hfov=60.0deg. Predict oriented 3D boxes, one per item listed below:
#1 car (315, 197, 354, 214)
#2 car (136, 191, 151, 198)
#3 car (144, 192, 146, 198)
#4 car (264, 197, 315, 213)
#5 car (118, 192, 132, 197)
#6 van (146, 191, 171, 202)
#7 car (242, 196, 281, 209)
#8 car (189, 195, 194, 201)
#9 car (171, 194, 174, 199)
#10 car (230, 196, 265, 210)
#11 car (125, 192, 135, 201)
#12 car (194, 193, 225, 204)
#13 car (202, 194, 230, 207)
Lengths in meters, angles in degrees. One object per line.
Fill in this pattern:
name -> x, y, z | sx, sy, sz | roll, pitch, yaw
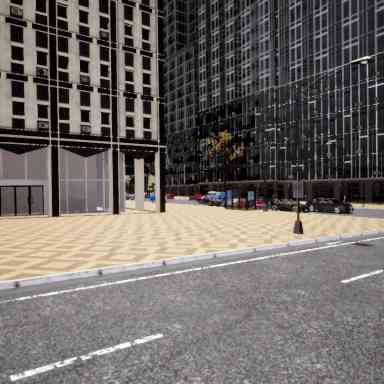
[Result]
car -> 14.001, 1.345, 34.059 | 1.837, 1.490, 4.892 | -1, 1, -35
car -> -11.910, 0.686, 81.810 | 1.967, 1.590, 4.097 | 0, 1, -35
car -> -8.681, 0.615, 77.131 | 2.192, 1.841, 5.009 | 0, 1, -35
car -> 10.140, 1.424, 34.879 | 1.947, 1.339, 4.313 | -1, 1, -35
car -> -18.366, 0.688, 91.166 | 2.008, 1.369, 4.403 | 0, 1, -35
van -> -5.894, 0.937, 58.339 | 1.690, 1.788, 3.998 | 0, 1, -35
car -> 8.652, 1.260, 41.812 | 1.837, 1.490, 4.892 | -1, 1, -34
car -> 1.004, 1.043, 63.100 | 1.802, 1.307, 4.206 | 0, 1, -35
car -> -5.453, 0.936, 72.456 | 1.802, 1.307, 4.206 | 0, 1, -35
car -> 6.926, 1.388, 39.569 | 1.802, 1.307, 4.206 | 0, 1, -35
car -> -12.351, 1.039, 67.697 | 2.008, 1.369, 4.403 | 0, 1, -35
car -> 2.813, 1.262, 50.289 | 1.895, 1.301, 4.718 | -1, 1, -35
car -> 3.746, 1.319, 44.280 | 1.947, 1.339, 4.313 | 0, 1, -35
